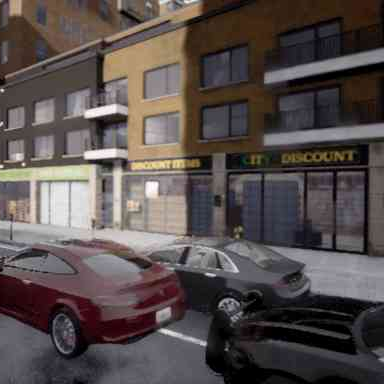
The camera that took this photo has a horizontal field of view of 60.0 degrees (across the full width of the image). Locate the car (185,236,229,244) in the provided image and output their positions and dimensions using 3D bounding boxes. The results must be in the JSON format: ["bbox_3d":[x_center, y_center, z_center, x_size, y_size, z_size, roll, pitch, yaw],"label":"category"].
[{"bbox_3d":[0.073,1.576,6.723,4.403,1.369,2.008,0,0,36],"label":"car"}]

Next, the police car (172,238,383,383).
[{"bbox_3d":[2.519,1.438,2.552,5.238,1.638,1.930,0,0,36],"label":"police car"}]

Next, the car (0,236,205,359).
[{"bbox_3d":[-2.266,1.547,5.987,4.674,1.442,1.812,0,0,36],"label":"car"}]
